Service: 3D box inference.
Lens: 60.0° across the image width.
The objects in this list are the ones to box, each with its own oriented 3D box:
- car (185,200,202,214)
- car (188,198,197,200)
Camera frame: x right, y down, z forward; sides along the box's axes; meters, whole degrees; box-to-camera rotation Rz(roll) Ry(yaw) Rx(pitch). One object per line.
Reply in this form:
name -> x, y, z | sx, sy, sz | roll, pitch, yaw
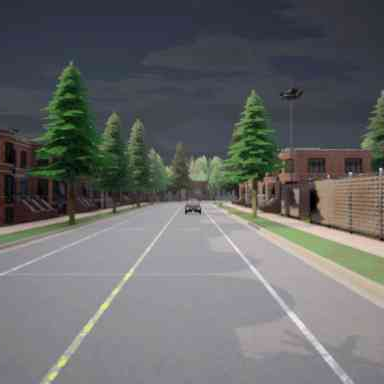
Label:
car -> 0.123, 1.877, 38.741 | 1.895, 1.301, 4.718 | 0, 0, 0
car -> 0.131, 1.700, 48.913 | 2.097, 1.767, 4.553 | 0, 0, 0
